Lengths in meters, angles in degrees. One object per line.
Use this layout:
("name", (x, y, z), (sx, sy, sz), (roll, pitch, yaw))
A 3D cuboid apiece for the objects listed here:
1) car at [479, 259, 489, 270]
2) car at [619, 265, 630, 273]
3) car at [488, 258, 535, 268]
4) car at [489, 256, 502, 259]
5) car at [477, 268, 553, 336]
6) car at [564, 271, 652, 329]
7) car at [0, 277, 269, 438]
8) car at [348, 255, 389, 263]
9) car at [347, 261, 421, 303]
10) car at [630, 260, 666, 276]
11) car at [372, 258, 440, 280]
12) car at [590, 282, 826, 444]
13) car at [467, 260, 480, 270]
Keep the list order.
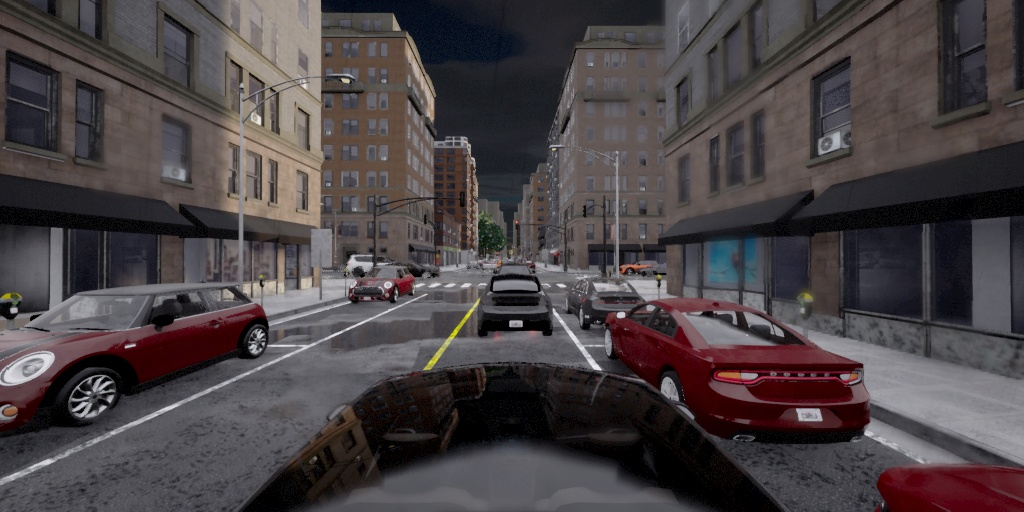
("car", (-3.116, 1.389, 50.826), (1.895, 1.301, 4.718), (0, 0, 0))
("car", (14.030, 1.221, 39.324), (4.553, 1.767, 2.097), (0, 0, 0))
("car", (0.123, 1.108, 17.788), (2.097, 1.767, 4.553), (0, 0, 0))
("car", (-3.162, 1.158, 60.798), (2.097, 1.767, 4.553), (0, 0, 0))
("car", (0.058, 1.257, 10.374), (1.837, 1.490, 4.892), (0, 0, -1))
("car", (2.685, 1.303, 10.949), (2.007, 1.370, 4.403), (0, 0, 0))
("car", (-5.851, 1.190, 5.464), (1.967, 1.591, 4.097), (0, 0, 0))
("car", (-12.086, 0.924, 32.741), (5.566, 2.045, 2.150), (0, 0, -3))
("car", (-5.832, 1.194, 16.451), (1.967, 1.591, 4.097), (0, 0, 0))
("car", (15.195, 1.394, 36.062), (5.357, 1.411, 2.033), (0, 0, 0))
("car", (-8.373, 1.168, 29.270), (5.008, 1.535, 1.882), (0, 0, 0))
("car", (2.676, 1.296, 5.457), (1.888, 1.381, 4.507), (0, 0, 0))
("car", (-5.901, 1.344, 54.812), (2.007, 1.370, 4.403), (0, 0, 0))
